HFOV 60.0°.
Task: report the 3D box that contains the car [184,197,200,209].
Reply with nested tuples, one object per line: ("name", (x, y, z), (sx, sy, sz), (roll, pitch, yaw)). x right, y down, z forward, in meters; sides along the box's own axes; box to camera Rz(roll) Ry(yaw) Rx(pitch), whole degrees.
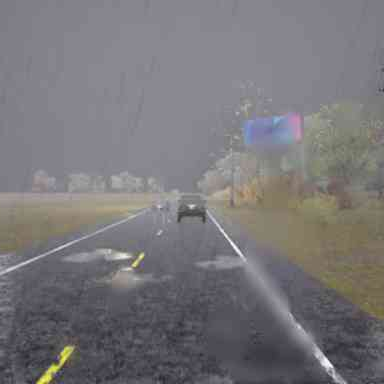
("car", (0.030, 1.441, 45.277), (2.128, 1.511, 4.902), (0, 0, 0))

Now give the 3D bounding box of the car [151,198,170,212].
("car", (-3.562, 1.453, 38.488), (2.128, 1.511, 4.902), (0, 0, 0))

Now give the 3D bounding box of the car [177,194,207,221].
("car", (0.002, 1.196, 26.610), (2.150, 2.045, 5.566), (0, 1, 1))
